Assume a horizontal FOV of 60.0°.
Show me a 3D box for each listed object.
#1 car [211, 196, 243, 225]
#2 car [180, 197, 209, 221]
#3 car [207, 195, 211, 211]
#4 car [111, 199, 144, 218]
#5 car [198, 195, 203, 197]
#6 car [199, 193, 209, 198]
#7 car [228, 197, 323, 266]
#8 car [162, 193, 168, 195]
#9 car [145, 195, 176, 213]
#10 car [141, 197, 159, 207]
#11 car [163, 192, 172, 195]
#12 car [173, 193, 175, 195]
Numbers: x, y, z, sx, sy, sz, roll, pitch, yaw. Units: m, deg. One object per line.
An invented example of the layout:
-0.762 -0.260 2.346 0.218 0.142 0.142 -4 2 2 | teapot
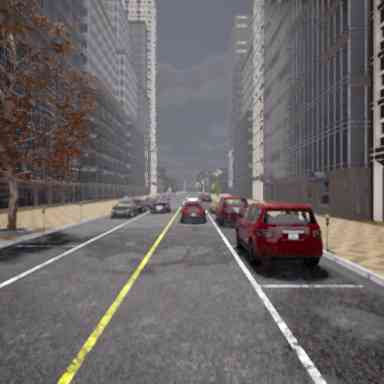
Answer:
2.701 1.197 22.623 2.192 1.841 5.009 0 0 0 | car
0.106 1.393 25.329 1.812 1.442 4.674 0 0 0 | car
2.703 1.344 34.177 1.752 1.417 4.829 0 0 0 | car
-5.679 1.402 28.330 2.008 1.369 4.403 0 0 0 | car
0.112 1.376 41.858 1.895 1.301 4.718 0 0 0 | car
2.711 1.220 62.468 1.947 1.339 4.313 0 0 0 | car
2.697 1.257 11.238 2.192 1.841 5.009 0 0 0 | car
-5.671 1.239 56.791 2.008 1.369 4.403 0 0 0 | car
-3.088 1.313 33.671 2.128 1.511 4.902 0 0 0 | car
-5.674 1.337 45.405 1.802 1.307 4.206 0 0 0 | car
-5.668 1.165 68.175 1.887 1.381 4.507 0 0 0 | car
-5.664 1.132 79.560 1.802 1.307 4.206 0 0 0 | car
